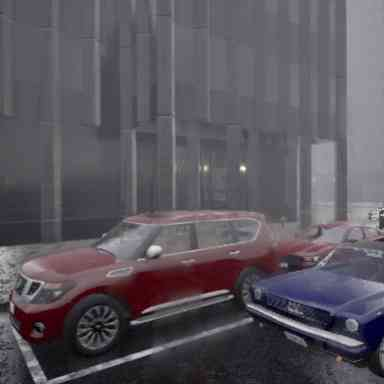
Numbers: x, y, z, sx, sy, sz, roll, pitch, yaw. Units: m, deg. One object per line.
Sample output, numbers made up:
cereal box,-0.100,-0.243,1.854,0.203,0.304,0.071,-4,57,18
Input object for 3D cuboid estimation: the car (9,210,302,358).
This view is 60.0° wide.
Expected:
car,-0.503,1.312,6.185,5.009,1.841,2.192,0,0,-35

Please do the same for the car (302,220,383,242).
car,4.077,1.536,9.449,4.507,1.381,1.887,0,0,-35

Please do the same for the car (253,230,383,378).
car,3.142,1.595,5.619,4.718,1.301,1.895,0,0,-35
